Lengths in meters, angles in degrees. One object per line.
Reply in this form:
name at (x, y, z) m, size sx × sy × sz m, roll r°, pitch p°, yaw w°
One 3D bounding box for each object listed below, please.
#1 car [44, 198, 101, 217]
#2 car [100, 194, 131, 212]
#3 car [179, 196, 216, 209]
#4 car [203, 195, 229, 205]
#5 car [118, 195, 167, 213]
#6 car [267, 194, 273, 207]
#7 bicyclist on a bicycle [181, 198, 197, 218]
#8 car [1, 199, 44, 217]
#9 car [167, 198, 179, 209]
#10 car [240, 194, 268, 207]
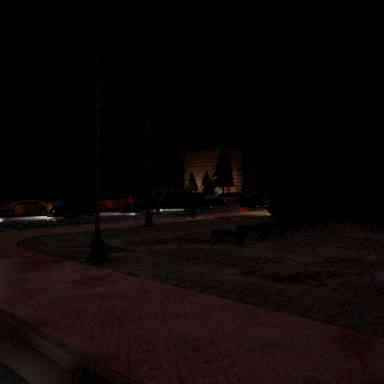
car at (-11.218, 1.568, 31.508) m, size 1.994 × 1.385 × 4.181 m, roll 0°, pitch 0°, yaw 40°
car at (-9.468, 1.226, 39.021) m, size 2.150 × 2.045 × 5.566 m, roll 0°, pitch 0°, yaw 41°
car at (0.843, 1.605, 45.815) m, size 1.895 × 1.301 × 4.718 m, roll 0°, pitch 0°, yaw 40°
car at (3.649, 1.569, 54.528) m, size 1.994 × 1.385 × 4.181 m, roll 0°, pitch 0°, yaw 41°
car at (-5.558, 1.482, 38.231) m, size 1.882 × 1.535 × 5.008 m, roll 0°, pitch 0°, yaw 40°
car at (13.092, 1.496, 49.211) m, size 2.128 × 1.511 × 4.902 m, roll 0°, pitch 0°, yaw 40°
bicyclist on a bicycle at (-0.254, 1.303, 26.701) m, size 1.656 × 1.620 × 0.582 m, roll 0°, pitch 0°, yaw 40°
car at (-15.870, 1.482, 31.427) m, size 1.882 × 1.535 × 5.008 m, roll 0°, pitch 0°, yaw 40°
car at (-2.863, 1.553, 46.862) m, size 2.033 × 1.411 × 5.357 m, roll 0°, pitch 0°, yaw 40°
car at (9.092, 1.509, 49.983) m, size 1.837 × 1.490 × 4.892 m, roll 0°, pitch 0°, yaw 41°
